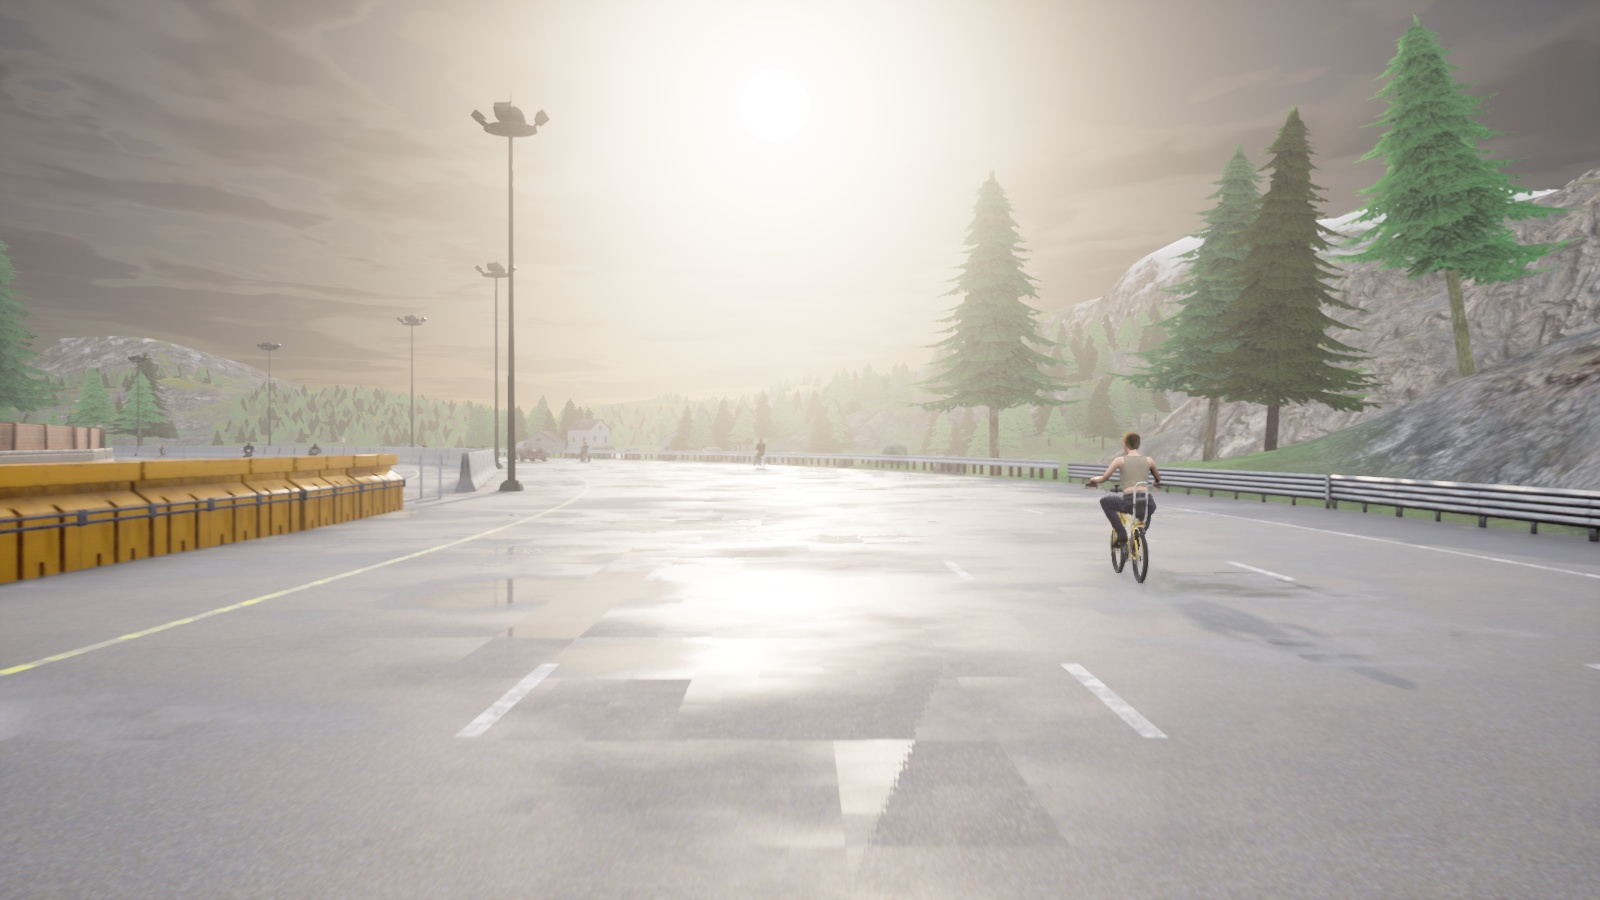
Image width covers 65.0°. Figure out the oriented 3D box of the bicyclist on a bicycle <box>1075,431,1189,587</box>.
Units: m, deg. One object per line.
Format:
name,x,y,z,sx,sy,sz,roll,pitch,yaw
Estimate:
bicyclist on a bicycle,3.592,0.609,13.719,0.866,1.612,1.509,0,0,1
